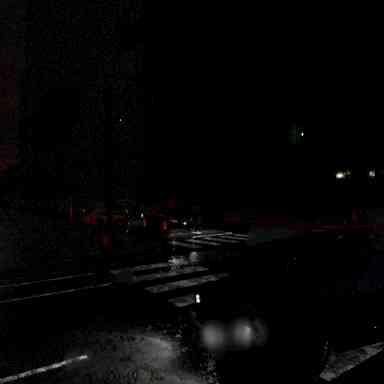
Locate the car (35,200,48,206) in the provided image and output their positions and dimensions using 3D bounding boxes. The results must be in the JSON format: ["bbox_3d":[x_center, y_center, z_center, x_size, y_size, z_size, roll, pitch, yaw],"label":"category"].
[{"bbox_3d":[-37.738,2.708,83.430,2.008,1.369,4.403,-1,0,-35],"label":"car"}]

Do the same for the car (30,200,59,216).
[{"bbox_3d":[-17.673,1.899,40.473,2.192,1.841,5.009,-1,0,-35],"label":"car"}]

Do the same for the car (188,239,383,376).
[{"bbox_3d":[2.688,1.547,5.531,5.357,1.411,2.033,0,0,-24],"label":"car"}]

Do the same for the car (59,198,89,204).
[{"bbox_3d":[-13.731,1.754,39.566,2.150,2.045,5.566,0,-1,-35],"label":"car"}]

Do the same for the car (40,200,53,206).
[{"bbox_3d":[-34.724,2.658,79.190,1.947,1.339,4.313,-1,0,-35],"label":"car"}]

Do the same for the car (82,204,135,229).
[{"bbox_3d":[-6.248,1.842,24.404,1.752,1.417,4.829,-1,0,-35],"label":"car"}]

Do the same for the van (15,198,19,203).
[{"bbox_3d":[-26.163,2.121,52.420,1.690,1.788,3.998,-1,0,-35],"label":"van"}]

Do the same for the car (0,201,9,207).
[{"bbox_3d":[-44.382,2.769,78.064,1.802,1.307,4.206,-1,0,-35],"label":"car"}]

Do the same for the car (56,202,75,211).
[{"bbox_3d":[-21.195,2.352,55.581,1.895,1.301,4.718,0,-1,-35],"label":"car"}]

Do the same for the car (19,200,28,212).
[{"bbox_3d":[-23.330,2.155,48.437,1.967,1.590,4.097,-1,0,-35],"label":"car"}]

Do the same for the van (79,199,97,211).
[{"bbox_3d":[-17.047,2.035,54.374,1.690,1.788,3.998,-1,0,-35],"label":"van"}]

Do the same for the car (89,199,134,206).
[{"bbox_3d":[-7.575,1.740,30.889,2.097,1.767,4.553,0,-1,-35],"label":"car"}]

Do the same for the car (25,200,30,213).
[{"bbox_3d":[-20.498,2.195,44.455,1.887,1.381,4.507,-1,0,-35],"label":"car"}]

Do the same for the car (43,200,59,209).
[{"bbox_3d":[-26.975,2.388,63.706,1.837,1.490,4.892,0,-1,-35],"label":"car"}]

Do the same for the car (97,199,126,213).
[{"bbox_3d":[-11.163,1.873,46.074,2.192,1.841,5.009,-1,0,-35],"label":"car"}]

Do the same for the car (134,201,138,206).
[{"bbox_3d":[-5.273,2.003,37.774,1.802,1.307,4.206,-1,0,-35],"label":"car"}]

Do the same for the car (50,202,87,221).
[{"bbox_3d":[-12.007,2.003,32.507,2.008,1.369,4.403,-1,0,-35],"label":"car"}]

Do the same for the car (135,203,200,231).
[{"bbox_3d":[-1.819,1.758,22.826,1.837,1.490,4.892,0,-1,-35],"label":"car"}]

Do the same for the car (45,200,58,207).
[{"bbox_3d":[-31.710,2.593,74.949,1.947,1.339,4.313,-1,0,-35],"label":"car"}]

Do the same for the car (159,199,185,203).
[{"bbox_3d":[-2.337,1.667,33.624,2.192,1.841,5.009,-1,0,-35],"label":"car"}]

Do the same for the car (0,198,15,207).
[{"bbox_3d":[-41.269,2.665,73.681,1.887,1.381,4.507,-1,0,-35],"label":"car"}]

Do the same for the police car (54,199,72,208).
[{"bbox_3d":[-25.434,2.305,65.449,1.930,1.638,5.238,0,-1,-35],"label":"police car"}]

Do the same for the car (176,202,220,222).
[{"bbox_3d":[0.611,1.827,29.474,1.887,1.381,4.507,-1,0,-35],"label":"car"}]
